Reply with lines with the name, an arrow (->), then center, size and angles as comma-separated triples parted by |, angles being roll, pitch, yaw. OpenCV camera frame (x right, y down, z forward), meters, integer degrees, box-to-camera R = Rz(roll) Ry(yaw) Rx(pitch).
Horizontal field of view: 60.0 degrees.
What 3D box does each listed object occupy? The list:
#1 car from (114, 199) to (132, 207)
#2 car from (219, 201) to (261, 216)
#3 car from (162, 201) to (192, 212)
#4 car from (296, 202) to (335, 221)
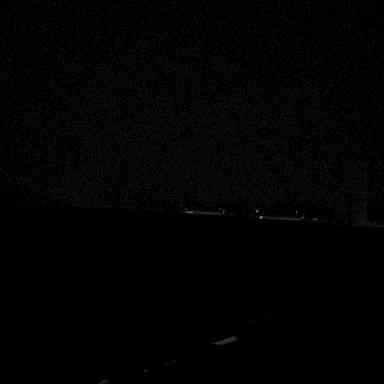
car -> -13.390, 2.032, 64.270 | 1.882, 1.535, 5.008 | 1, -1, -36
car -> 4.845, 1.638, 34.012 | 2.128, 1.511, 4.902 | 1, -1, -36
car -> -1.991, 1.853, 43.482 | 1.895, 1.301, 4.718 | 1, -1, -36
car -> 10.573, 1.564, 26.163 | 2.128, 1.511, 4.902 | 1, -1, -37
